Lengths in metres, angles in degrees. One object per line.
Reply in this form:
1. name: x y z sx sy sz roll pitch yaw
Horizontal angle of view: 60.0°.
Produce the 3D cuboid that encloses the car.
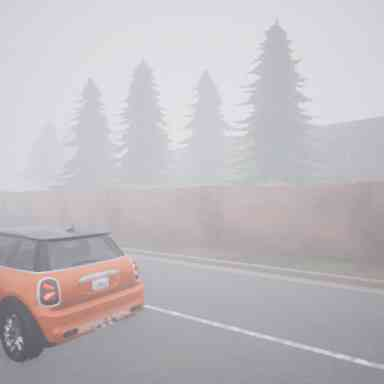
1. car: -3.078 1.410 6.226 4.553 1.767 2.097 -1 0 36
